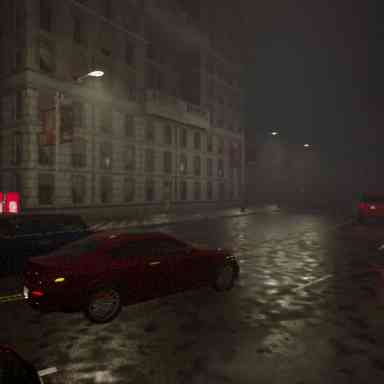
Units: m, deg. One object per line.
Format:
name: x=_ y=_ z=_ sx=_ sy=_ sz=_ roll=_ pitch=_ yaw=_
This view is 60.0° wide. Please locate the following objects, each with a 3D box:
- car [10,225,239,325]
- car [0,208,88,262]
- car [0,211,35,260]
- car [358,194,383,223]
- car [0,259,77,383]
car: x=-1.040 y=1.520 z=7.120 sx=4.674 sy=1.442 sz=1.812 roll=0 pitch=0 yaw=-39
car: x=-4.800 y=1.343 z=8.895 sx=4.553 sy=1.767 sz=2.097 roll=0 pitch=0 yaw=-39
car: x=-7.970 y=1.492 z=10.813 sx=4.892 sy=1.490 sz=1.837 roll=0 pitch=1 yaw=-36
car: x=14.003 y=1.204 z=24.899 sx=2.150 sy=2.045 sz=5.566 roll=0 pitch=-1 yaw=37
car: x=-3.164 y=1.489 z=1.282 sx=4.902 sy=1.511 sz=2.128 roll=0 pitch=0 yaw=-33
